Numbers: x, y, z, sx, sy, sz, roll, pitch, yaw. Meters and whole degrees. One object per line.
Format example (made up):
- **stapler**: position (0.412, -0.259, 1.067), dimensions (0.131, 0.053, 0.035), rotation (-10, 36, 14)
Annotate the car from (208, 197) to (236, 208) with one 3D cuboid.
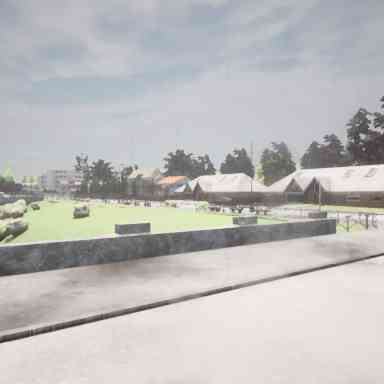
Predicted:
- **car**: position (4.303, 1.505, 48.869), dimensions (1.837, 1.490, 4.892), rotation (0, 0, -35)
